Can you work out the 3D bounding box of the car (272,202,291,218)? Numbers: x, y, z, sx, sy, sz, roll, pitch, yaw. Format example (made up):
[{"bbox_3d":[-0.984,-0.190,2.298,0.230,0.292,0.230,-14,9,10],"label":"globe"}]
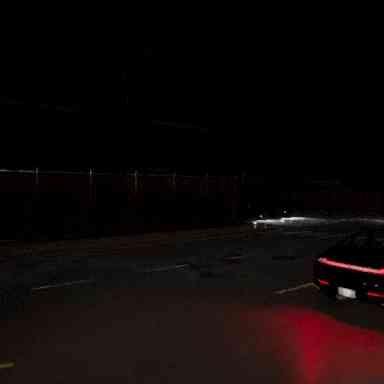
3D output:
[{"bbox_3d":[7.133,1.619,31.187,1.994,1.385,4.181,0,0,-35],"label":"car"}]

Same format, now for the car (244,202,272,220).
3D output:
[{"bbox_3d":[4.122,1.603,29.383,2.033,1.411,5.357,0,0,-35],"label":"car"}]

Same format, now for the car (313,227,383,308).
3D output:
[{"bbox_3d":[4.590,1.491,7.042,4.902,1.511,2.128,0,0,-36],"label":"car"}]
